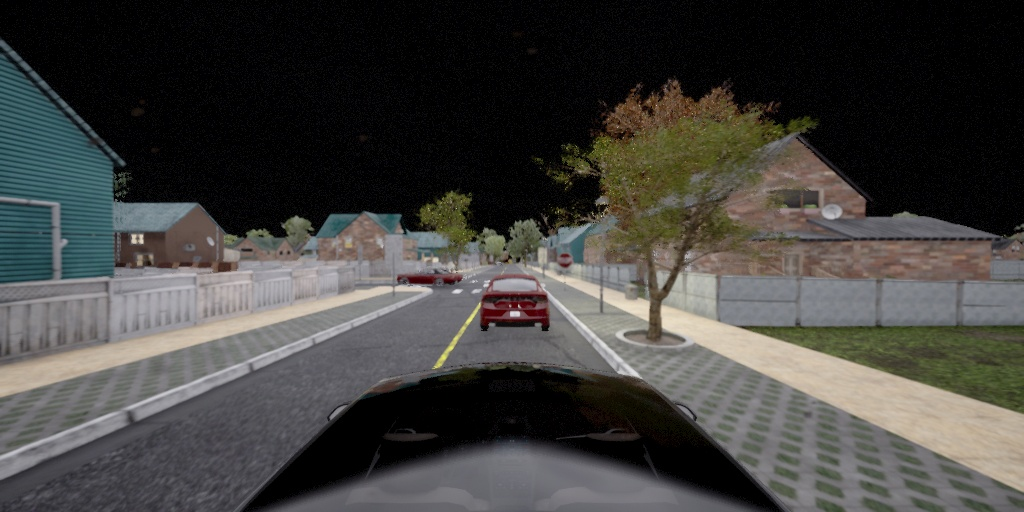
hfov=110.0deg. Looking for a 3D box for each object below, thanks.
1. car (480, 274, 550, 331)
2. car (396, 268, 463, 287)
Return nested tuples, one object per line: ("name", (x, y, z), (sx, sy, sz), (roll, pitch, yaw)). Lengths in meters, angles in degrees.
("car", (0.084, 1.308, 11.366), (1.882, 1.535, 5.008), (0, -1, 0))
("car", (-6.172, 1.569, 26.584), (4.718, 1.301, 1.895), (0, 1, 17))
